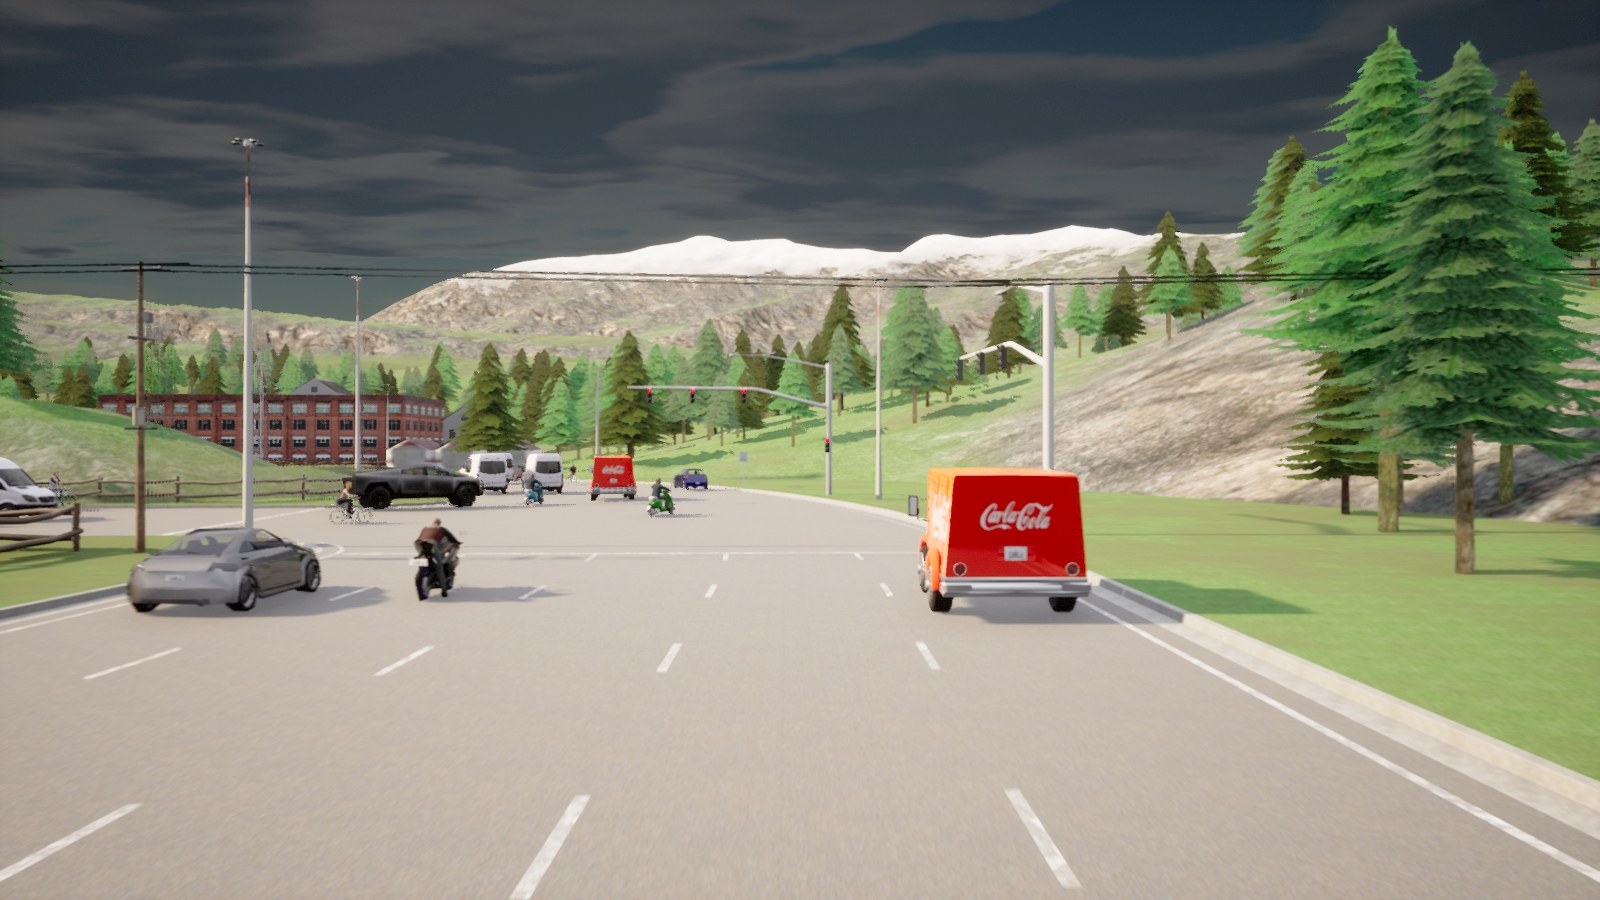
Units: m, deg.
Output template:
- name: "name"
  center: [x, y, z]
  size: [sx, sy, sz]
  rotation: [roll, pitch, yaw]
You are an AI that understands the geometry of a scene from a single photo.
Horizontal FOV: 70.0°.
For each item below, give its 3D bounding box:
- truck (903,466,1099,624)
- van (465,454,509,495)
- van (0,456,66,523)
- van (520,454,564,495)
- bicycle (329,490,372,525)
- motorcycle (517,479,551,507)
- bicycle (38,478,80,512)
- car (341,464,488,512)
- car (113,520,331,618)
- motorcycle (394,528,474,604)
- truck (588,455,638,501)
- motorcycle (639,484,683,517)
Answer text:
- name: "truck"
  center: [3.472, 1.568, 21.016]
  size: [2.627, 2.467, 5.204]
  rotation: [0, 0, -1]
- name: "van"
  center: [-20.456, 1.535, 74.506]
  size: [1.988, 2.561, 5.915]
  rotation: [0, 0, -22]
- name: "van"
  center: [-32.722, 1.535, 45.301]
  size: [5.915, 2.561, 1.988]
  rotation: [0, 0, -1]
- name: "van"
  center: [-17.017, 1.535, 75.169]
  size: [1.988, 2.561, 5.915]
  rotation: [0, 0, -21]
- name: "bicycle"
  center: [-16.943, 2.158, 43.099]
  size: [1.487, 1.276, 0.859]
  rotation: [0, -1, -21]
- name: "motorcycle"
  center: [-13.349, 2.142, 57.415]
  size: [0.856, 1.316, 1.805]
  rotation: [-3, -1, 16]
- name: "bicycle"
  center: [-33.920, 2.056, 52.295]
  size: [1.643, 1.496, 0.373]
  rotation: [0, 0, -1]
- name: "car"
  center: [-18.406, 1.754, 54.675]
  size: [6.274, 2.098, 2.390]
  rotation: [0, 0, -34]
- name: "car"
  center: [-10.531, 2.119, 21.204]
  size: [1.994, 1.385, 4.181]
  rotation: [0, 0, -1]
- name: "motorcycle"
  center: [-7.052, 2.205, 22.135]
  size: [0.867, 1.251, 2.209]
  rotation: [0, 0, -1]
- name: "truck"
  center: [-10.779, 1.573, 65.417]
  size: [2.627, 2.467, 5.204]
  rotation: [0, 0, -11]
- name: "motorcycle"
  center: [-5.873, 2.142, 48.394]
  size: [0.856, 1.316, 1.805]
  rotation: [-3, -2, 31]
